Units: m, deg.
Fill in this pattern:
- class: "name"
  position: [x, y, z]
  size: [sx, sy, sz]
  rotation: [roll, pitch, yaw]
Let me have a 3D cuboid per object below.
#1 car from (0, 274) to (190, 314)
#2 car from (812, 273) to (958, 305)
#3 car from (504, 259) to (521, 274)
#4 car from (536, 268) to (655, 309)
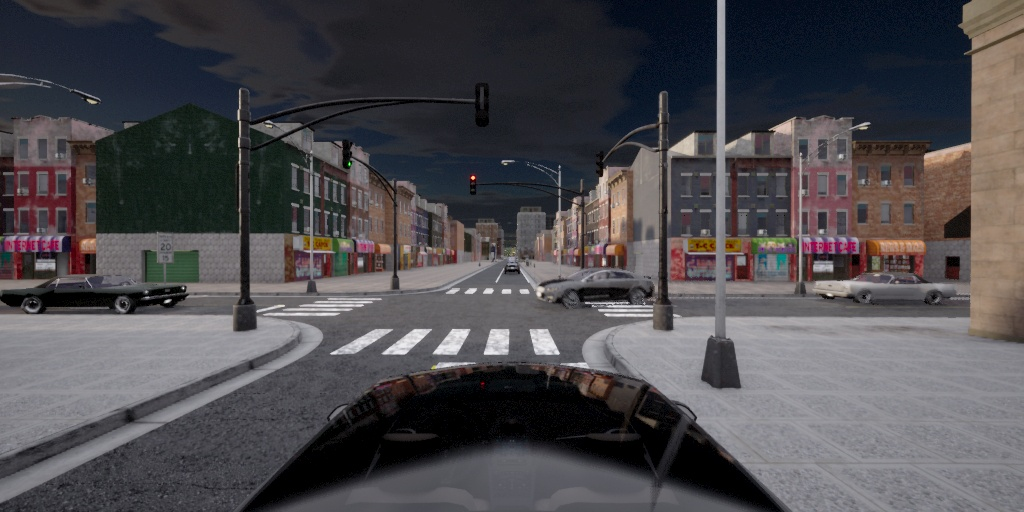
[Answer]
- class: "car"
  position: [-14.635, 1.312, 12.851]
  size: [4.718, 1.301, 1.895]
  rotation: [0, 0, -3]
- class: "car"
  position: [16.228, 1.399, 15.820]
  size: [4.718, 1.301, 1.895]
  rotation: [0, 0, 0]
- class: "car"
  position: [0.022, 1.313, 40.639]
  size: [1.948, 1.339, 4.313]
  rotation: [0, 0, 0]
- class: "car"
  position: [3.426, 1.253, 14.768]
  size: [4.902, 1.511, 2.128]
  rotation: [0, 0, -15]
